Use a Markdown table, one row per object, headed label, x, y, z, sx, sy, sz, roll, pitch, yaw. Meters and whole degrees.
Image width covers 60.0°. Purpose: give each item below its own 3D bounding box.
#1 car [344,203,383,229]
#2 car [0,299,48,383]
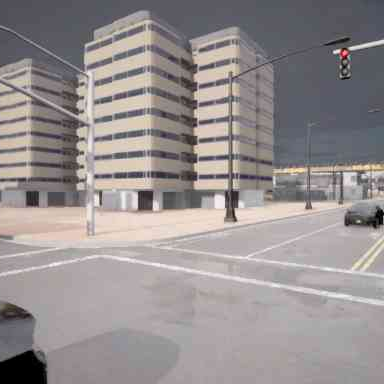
| label | x | y | z | sx | sy | sz | roll | pitch | yaw |
| --- | --- | --- | --- | --- | --- | --- | --- | --- | --- |
| car | 11.445 | 1.494 | 22.027 | 1.882 | 1.535 | 5.008 | 0 | 0 | 35 |
| car | -3.139 | 1.494 | 1.421 | 2.128 | 1.511 | 4.902 | 0 | 0 | 35 |
